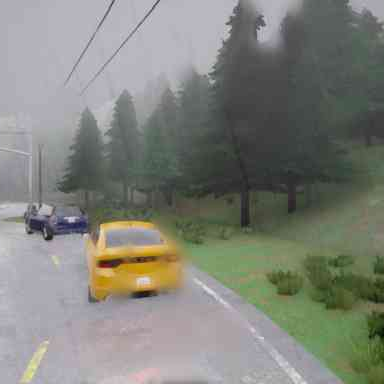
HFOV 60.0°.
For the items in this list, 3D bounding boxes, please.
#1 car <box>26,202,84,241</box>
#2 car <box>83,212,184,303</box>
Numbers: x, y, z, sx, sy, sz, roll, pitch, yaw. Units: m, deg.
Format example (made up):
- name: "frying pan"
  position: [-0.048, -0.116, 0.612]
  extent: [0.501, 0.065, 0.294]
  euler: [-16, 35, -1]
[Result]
- name: "car"
  position: [-6.951, 1.352, 17.086]
  extent: [2.097, 1.767, 4.553]
  euler: [0, 0, -40]
- name: "car"
  position: [-1.678, 1.477, 8.441]
  extent: [1.882, 1.535, 5.008]
  euler: [0, 0, -19]
